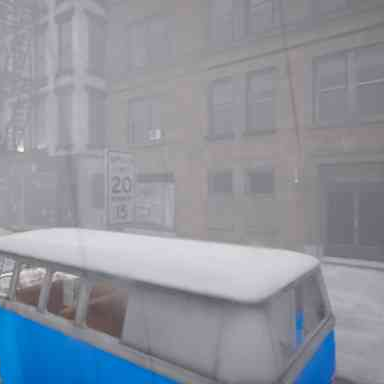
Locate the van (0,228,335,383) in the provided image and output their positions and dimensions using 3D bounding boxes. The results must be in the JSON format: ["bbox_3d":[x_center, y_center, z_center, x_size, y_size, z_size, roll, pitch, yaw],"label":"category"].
[{"bbox_3d":[-0.696,1.339,3.306,3.998,1.788,1.690,0,0,35],"label":"van"}]
